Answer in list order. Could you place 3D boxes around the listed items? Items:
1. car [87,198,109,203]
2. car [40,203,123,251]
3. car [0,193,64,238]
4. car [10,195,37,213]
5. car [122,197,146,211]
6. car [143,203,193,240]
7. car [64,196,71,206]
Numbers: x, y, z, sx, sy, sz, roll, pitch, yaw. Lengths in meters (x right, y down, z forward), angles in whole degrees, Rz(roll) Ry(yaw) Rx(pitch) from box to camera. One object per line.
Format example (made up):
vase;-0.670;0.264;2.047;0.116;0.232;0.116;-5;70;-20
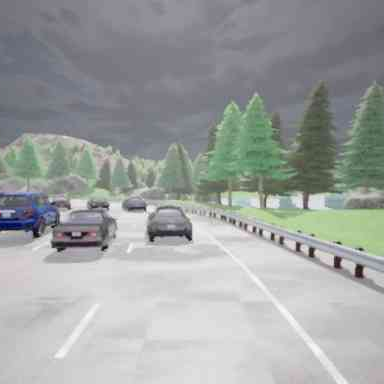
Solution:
car;-9.867;1.229;34.820;1.895;1.301;4.718;0;1;-22
car;-4.125;1.403;13.375;2.033;1.411;5.357;0;1;-8
car;-8.166;1.043;16.439;2.150;2.045;5.566;0;0;-10
car;-16.997;1.133;33.682;2.128;1.511;4.902;0;1;-23
car;-5.982;1.199;34.251;1.994;1.385;4.181;0;1;-21
car;-1.172;1.393;15.913;1.994;1.385;4.181;0;1;-9
car;-14.040;1.145;35.623;1.812;1.442;4.674;0;1;-24
